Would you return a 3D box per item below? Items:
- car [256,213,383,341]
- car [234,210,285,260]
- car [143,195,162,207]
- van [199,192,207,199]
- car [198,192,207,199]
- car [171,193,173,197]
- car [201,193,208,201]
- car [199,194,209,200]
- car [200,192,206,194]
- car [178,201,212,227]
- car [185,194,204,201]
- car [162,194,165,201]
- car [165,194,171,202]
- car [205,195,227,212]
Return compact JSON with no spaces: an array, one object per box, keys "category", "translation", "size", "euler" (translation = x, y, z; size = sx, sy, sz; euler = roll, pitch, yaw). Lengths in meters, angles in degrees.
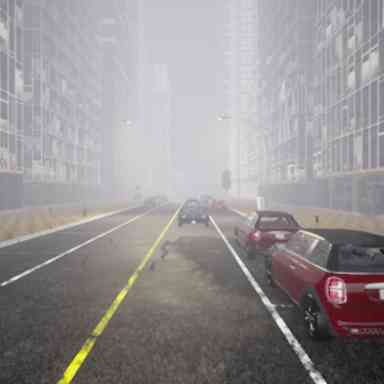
[{"category":"car","translation":[2.693,1.404,6.461],"size":[1.967,1.590,4.097],"euler":[0,0,0]},{"category":"car","translation":[2.693,1.372,12.153],"size":[1.967,1.590,4.097],"euler":[0,0,0]},{"category":"car","translation":[-5.684,1.271,46.315],"size":[1.887,1.381,4.507],"euler":[0,0,0]},{"category":"van","translation":[2.701,0.832,80.461],"size":[1.690,1.788,3.998],"euler":[0,0,0]},{"category":"car","translation":[2.701,0.889,86.152],"size":[1.967,1.590,4.097],"euler":[0,0,0]},{"category":"car","translation":[-5.682,1.138,69.086],"size":[1.947,1.339,4.313],"euler":[0,0,0]},{"category":"car","translation":[2.697,1.254,52.000],"size":[1.947,1.339,4.313],"euler":[0,0,0]},{"category":"car","translation":[2.700,1.098,74.768],"size":[1.947,1.339,4.313],"euler":[0,0,0]},{"category":"car","translation":[2.699,1.177,63.384],"size":[1.947,1.339,4.313],"euler":[0,0,0]},{"category":"car","translation":[0.103,1.478,21.936],"size":[1.895,1.301,4.718],"euler":[0,0,0]},{"category":"car","translation":[0.105,1.322,41.504],"size":[1.994,1.385,4.181],"euler":[0,0,0]},{"category":"car","translation":[-5.683,1.271,52.009],"size":[1.802,1.307,4.206],"euler":[0,0,0]},{"category":"car","translation":[-5.682,1.156,63.393],"size":[1.887,1.381,4.507],"euler":[0,0,0]},{"category":"car","translation":[2.696,1.344,34.924],"size":[1.887,1.381,4.507],"euler":[0,0,0]}]
